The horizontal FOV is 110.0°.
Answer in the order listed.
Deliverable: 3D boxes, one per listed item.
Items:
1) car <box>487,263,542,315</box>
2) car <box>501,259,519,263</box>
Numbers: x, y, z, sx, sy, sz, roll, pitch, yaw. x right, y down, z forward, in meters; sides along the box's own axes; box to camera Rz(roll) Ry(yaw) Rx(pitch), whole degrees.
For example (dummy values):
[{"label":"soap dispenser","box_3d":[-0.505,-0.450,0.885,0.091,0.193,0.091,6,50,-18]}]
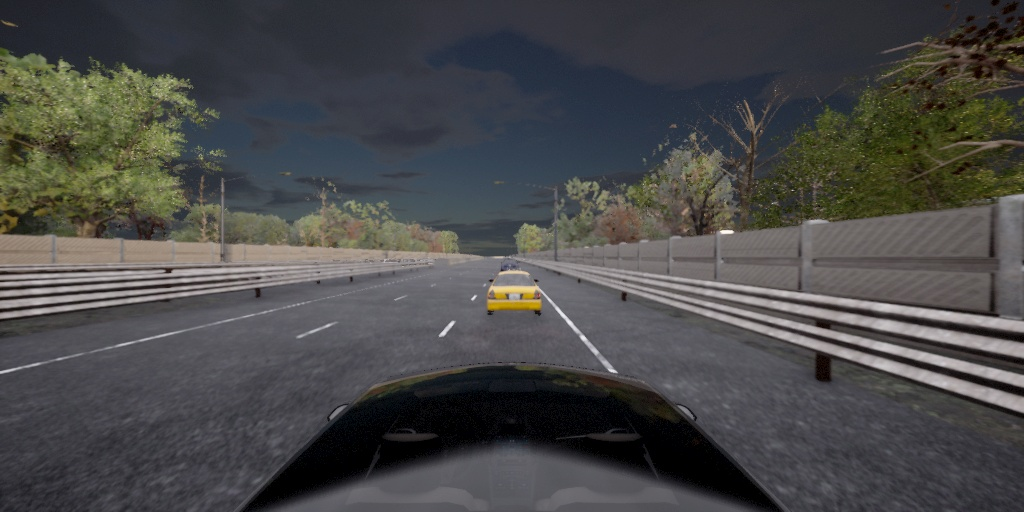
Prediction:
[{"label":"car","box_3d":[0.061,1.203,13.420,1.801,1.575,5.366,0,0,0]},{"label":"car","box_3d":[-0.274,1.095,42.552,2.097,1.767,4.553,0,0,-1]}]
